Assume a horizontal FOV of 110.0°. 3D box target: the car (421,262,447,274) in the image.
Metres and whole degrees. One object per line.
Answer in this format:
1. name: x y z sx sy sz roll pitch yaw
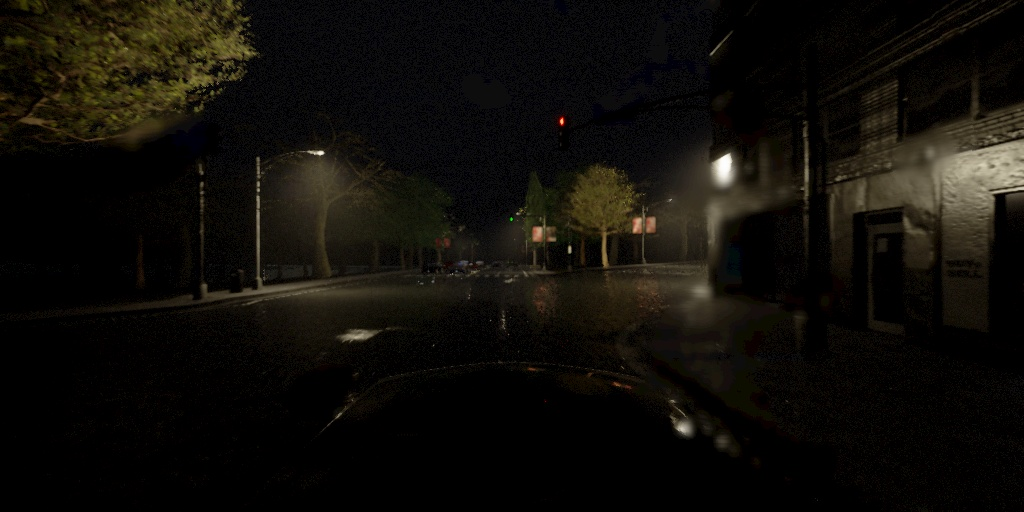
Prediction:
1. car: -9.781 1.496 44.375 1.895 1.301 4.718 0 0 1

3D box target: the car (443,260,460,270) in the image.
1. car: -9.749 1.498 58.054 1.882 1.535 5.008 0 -1 0

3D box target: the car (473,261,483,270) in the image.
1. car: -6.489 1.599 59.428 1.994 1.385 4.181 0 -1 1

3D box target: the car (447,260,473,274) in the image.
1. car: -6.526 1.449 45.116 2.033 1.411 5.357 0 0 1
